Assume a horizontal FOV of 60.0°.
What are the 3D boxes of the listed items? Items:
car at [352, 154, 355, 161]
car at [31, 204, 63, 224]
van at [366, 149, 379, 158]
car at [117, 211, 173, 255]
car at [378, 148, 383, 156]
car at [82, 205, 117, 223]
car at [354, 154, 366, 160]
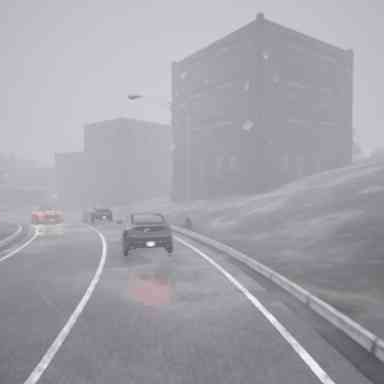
[{"bbox_3d":[32.135,-6.360,65.084,2.435,2.045,5.566,0,1,8],"label":"car"},{"bbox_3d":[-13.378,1.965,30.614,2.097,1.767,4.553,-2,-1,-34],"label":"car"},{"bbox_3d":[30.629,-6.046,54.060,1.878,1.987,4.442,0,2,8],"label":"van"},{"bbox_3d":[-2.005,1.578,13.858,1.837,1.490,4.892,0,-1,-14],"label":"car"},{"bbox_3d":[29.900,-5.671,48.720,2.231,1.521,4.892,0,2,8],"label":"car"},{"bbox_3d":[-8.547,1.922,29.842,1.837,1.490,4.892,-1,-1,-30],"label":"car"},{"bbox_3d":[31.394,-5.929,59.655,2.002,1.452,4.674,0,1,8],"label":"car"}]
